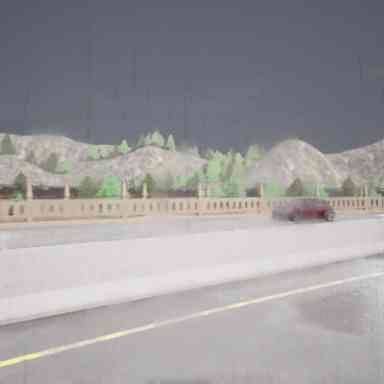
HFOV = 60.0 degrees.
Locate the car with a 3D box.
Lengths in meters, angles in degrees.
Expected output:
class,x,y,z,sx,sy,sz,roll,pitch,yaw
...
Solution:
class,x,y,z,sx,sy,sz,roll,pitch,yaw
car,8.012,1.241,24.037,4.553,1.767,2.097,0,0,-24
